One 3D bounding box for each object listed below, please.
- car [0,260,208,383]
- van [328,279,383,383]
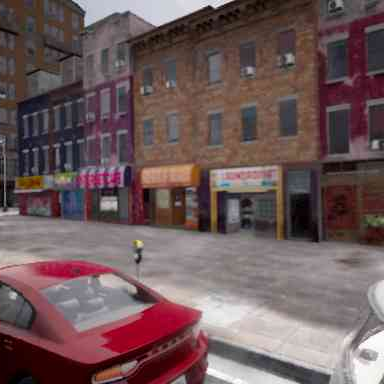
[{"bbox_3d":[-1.939,1.553,4.212,4.507,1.381,1.887,0,-1,36],"label":"car"},{"bbox_3d":[2.489,1.339,1.057,3.998,1.788,1.690,0,-1,36],"label":"van"}]
